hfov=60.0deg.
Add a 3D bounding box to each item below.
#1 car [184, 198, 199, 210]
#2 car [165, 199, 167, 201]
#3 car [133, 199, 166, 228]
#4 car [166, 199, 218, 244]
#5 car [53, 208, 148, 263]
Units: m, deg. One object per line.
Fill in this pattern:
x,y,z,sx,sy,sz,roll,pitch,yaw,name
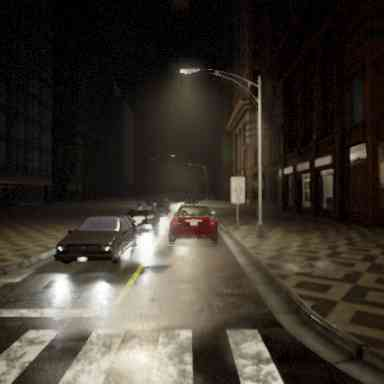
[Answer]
-0.066,1.535,43.176,1.895,1.301,4.718,0,0,0,car
-3.102,1.451,32.463,2.128,1.511,4.902,0,0,0,car
-3.130,1.470,22.108,2.128,1.511,4.902,0,0,0,car
0.073,1.335,15.922,2.097,1.767,4.553,0,0,0,car
-3.120,1.539,12.164,2.033,1.411,5.357,0,0,0,car
